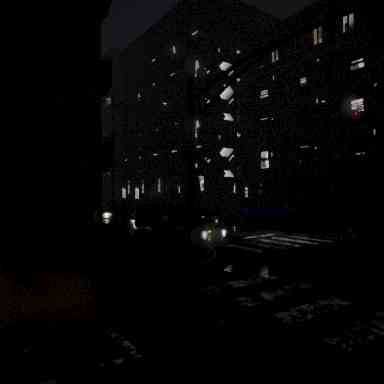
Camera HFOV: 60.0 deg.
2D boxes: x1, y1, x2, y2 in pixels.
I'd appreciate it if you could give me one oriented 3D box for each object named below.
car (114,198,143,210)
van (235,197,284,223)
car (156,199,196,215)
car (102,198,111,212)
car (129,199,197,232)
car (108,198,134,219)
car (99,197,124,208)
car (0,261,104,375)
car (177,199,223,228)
[{"bbox_3d":[-8.310,1.463,43.260,1.887,1.381,4.507,-1,0,-36],"label":"car"},{"bbox_3d":[4.961,1.280,24.910,1.690,1.788,3.998,0,0,-36],"label":"van"},{"bbox_3d":[-1.774,1.449,34.223,1.752,1.417,4.829,0,0,-36],"label":"car"},{"bbox_3d":[-11.350,1.439,37.597,1.882,1.535,5.008,-1,0,-36],"label":"car"},{"bbox_3d":[-1.840,1.440,20.014,1.967,1.590,4.097,0,0,-36],"label":"car"},{"bbox_3d":[-5.364,1.532,29.296,1.994,1.385,4.181,-1,0,-37],"label":"car"},{"bbox_3d":[-11.628,1.463,47.847,1.887,1.381,4.507,-1,0,-36],"label":"car"},{"bbox_3d":[-3.575,1.525,4.018,4.829,1.417,1.752,0,0,-35],"label":"car"},{"bbox_3d":[0.028,1.472,21.847,2.128,1.511,4.902,-1,0,-36],"label":"car"}]
